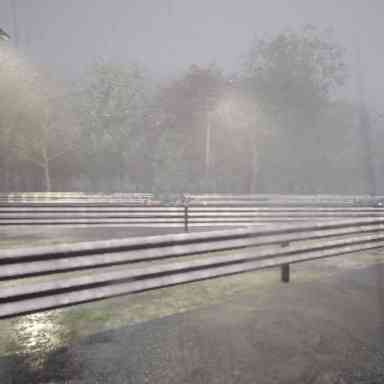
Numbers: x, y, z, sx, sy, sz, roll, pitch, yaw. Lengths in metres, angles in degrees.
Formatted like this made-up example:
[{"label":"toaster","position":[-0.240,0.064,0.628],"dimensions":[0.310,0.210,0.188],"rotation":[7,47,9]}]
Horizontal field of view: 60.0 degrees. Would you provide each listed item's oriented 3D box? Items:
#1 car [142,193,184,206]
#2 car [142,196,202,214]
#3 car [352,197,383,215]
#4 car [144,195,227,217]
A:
[{"label":"car","position":[-1.018,0.891,23.983],"dimensions":[4.553,1.767,2.097],"rotation":[1,1,-12]},{"label":"car","position":[-1.662,1.046,27.430],"dimensions":[4.718,1.301,1.895],"rotation":[1,1,-12]},{"label":"car","position":[15.735,1.192,27.543],"dimensions":[4.892,1.490,1.837],"rotation":[0,1,-12]},{"label":"car","position":[-0.231,1.127,20.576],"dimensions":[4.902,1.511,2.128],"rotation":[1,1,-12]}]
